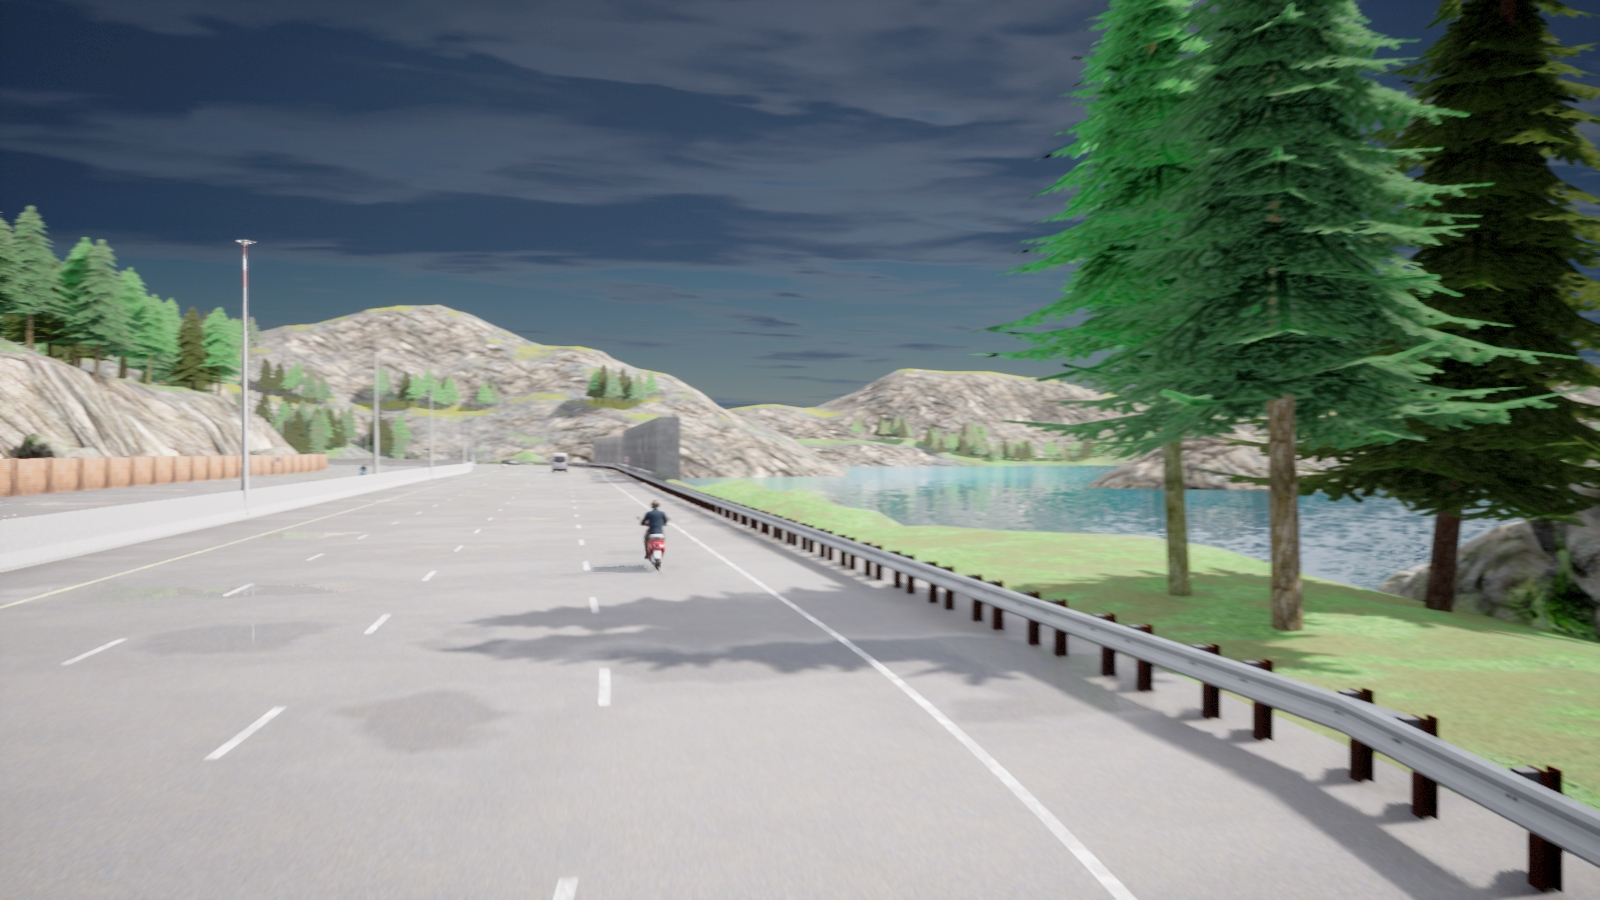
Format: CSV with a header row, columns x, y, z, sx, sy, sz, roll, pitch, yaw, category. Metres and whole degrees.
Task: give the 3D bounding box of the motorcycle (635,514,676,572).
x,y,z,sx,sy,sz,roll,pitch,yaw,category
-3.476,2.199,27.381,0.856,1.236,1.805,-1,0,-11,motorcycle
